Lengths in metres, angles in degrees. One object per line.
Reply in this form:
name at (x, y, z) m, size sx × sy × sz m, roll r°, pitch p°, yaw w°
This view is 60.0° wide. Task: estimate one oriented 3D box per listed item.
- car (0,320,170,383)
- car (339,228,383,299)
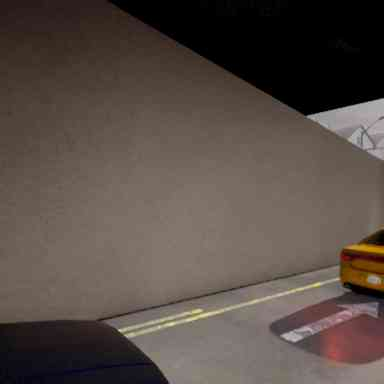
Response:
car at (-2.697, 1.548, 1.861) m, size 5.357 × 1.411 × 2.033 m, roll 0°, pitch 0°, yaw -35°
car at (5.400, 1.474, 7.610) m, size 5.008 × 1.535 × 1.882 m, roll 0°, pitch 0°, yaw -35°
